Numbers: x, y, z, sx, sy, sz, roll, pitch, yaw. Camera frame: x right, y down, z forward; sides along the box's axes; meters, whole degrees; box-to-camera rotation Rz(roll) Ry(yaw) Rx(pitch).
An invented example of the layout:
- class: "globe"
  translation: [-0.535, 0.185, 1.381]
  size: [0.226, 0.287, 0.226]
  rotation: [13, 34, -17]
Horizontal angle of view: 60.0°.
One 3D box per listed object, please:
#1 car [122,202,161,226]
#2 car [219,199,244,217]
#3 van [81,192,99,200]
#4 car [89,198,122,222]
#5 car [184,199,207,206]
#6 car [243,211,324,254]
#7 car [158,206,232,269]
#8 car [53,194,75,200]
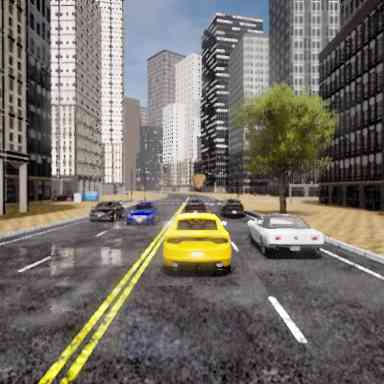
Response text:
- class: "car"
  translation: [-3.195, 1.446, 22.634]
  size: [1.812, 1.442, 4.674]
  rotation: [0, 0, 0]
- class: "car"
  translation: [3.553, 1.398, 30.083]
  size: [1.837, 1.490, 4.892]
  rotation: [0, 0, 0]
- class: "van"
  translation: [-22.151, 0.894, 71.702]
  size: [3.998, 1.788, 1.690]
  rotation: [0, 0, 2]
- class: "car"
  translation: [-6.423, 1.415, 25.507]
  size: [1.837, 1.490, 4.892]
  rotation: [0, 0, 0]
- class: "car"
  translation: [0.303, 1.396, 30.204]
  size: [1.837, 1.490, 4.892]
  rotation: [0, 0, 0]
- class: "car"
  translation: [3.433, 1.558, 13.191]
  size: [1.895, 1.301, 4.718]
  rotation: [0, 0, 1]
- class: "car"
  translation: [0.159, 1.441, 11.038]
  size: [1.882, 1.535, 5.008]
  rotation: [0, 0, 1]
- class: "car"
  translation: [-27.690, 1.071, 71.789]
  size: [4.507, 1.381, 1.887]
  rotation: [0, 0, 2]
